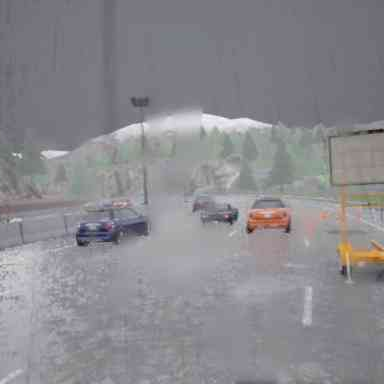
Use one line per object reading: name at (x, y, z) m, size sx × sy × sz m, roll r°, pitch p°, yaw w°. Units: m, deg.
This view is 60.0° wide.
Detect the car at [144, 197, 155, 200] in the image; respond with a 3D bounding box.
car at (-7.384, 1.680, 56.502) m, size 2.097 × 1.767 × 4.553 m, roll -3°, pitch 0°, yaw 3°

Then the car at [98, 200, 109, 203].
car at (-14.275, 2.169, 58.243) m, size 1.882 × 1.535 × 5.008 m, roll -3°, pitch 0°, yaw 3°

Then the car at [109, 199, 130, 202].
car at (-11.063, 1.879, 53.333) m, size 2.097 × 1.767 × 4.553 m, roll -3°, pitch 0°, yaw 4°

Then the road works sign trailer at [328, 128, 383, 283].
road works sign trailer at (4.833, 0.196, 8.521) m, size 2.380 × 3.560 × 2.880 m, roll -3°, pitch 0°, yaw 17°

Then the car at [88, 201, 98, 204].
car at (-17.719, 2.399, 59.544) m, size 1.812 × 1.442 × 4.674 m, roll -3°, pitch 0°, yaw 2°

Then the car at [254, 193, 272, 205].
car at (9.714, 0.959, 46.117) m, size 1.812 × 1.442 × 4.674 m, roll -3°, pitch 0°, yaw 5°

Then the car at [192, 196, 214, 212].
car at (1.351, 1.238, 37.024) m, size 2.097 × 1.767 × 4.553 m, roll -3°, pitch 0°, yaw 9°

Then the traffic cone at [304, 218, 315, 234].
traffic cone at (5.583, 1.642, 15.648) m, size 0.340 × 0.580 × 0.340 m, roll -3°, pitch 0°, yaw 17°

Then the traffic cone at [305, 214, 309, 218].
traffic cone at (6.180, 1.608, 17.556) m, size 0.340 × 0.580 × 0.340 m, roll -3°, pitch 0°, yaw 17°

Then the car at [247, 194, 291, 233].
car at (4.191, 1.108, 17.948) m, size 2.097 × 1.767 × 4.553 m, roll -3°, pitch 0°, yaw 16°

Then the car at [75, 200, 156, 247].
car at (-3.624, 1.524, 16.323) m, size 2.097 × 1.767 × 4.553 m, roll -3°, pitch 0°, yaw 17°

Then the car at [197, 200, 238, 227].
car at (1.967, 1.471, 22.034) m, size 1.895 × 1.301 × 4.718 m, roll -3°, pitch 0°, yaw 14°
